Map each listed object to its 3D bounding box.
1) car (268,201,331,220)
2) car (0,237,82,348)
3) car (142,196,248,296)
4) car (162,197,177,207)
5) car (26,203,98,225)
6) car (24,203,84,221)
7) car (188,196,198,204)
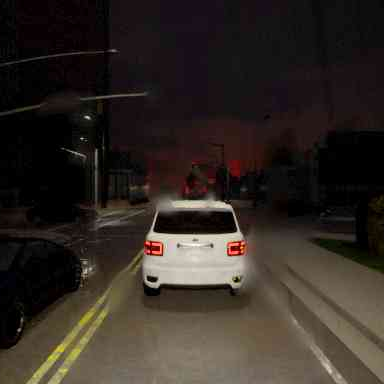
[{"bbox_3d":[8.912,1.474,27.672,5.008,1.535,1.882,0,0,0],"label":"car"},{"bbox_3d":[-3.574,1.564,6.124,1.994,1.385,4.181,0,0,0],"label":"car"},{"bbox_3d":[0.079,1.221,8.759,2.150,2.045,5.566,0,0,0],"label":"car"},{"bbox_3d":[-3.532,1.563,52.903,1.994,1.385,4.181,0,0,0],"label":"car"},{"bbox_3d":[-9.304,1.550,24.049,4.892,1.490,1.837,0,0,0],"label":"car"},{"bbox_3d":[-11.358,1.622,27.583,4.181,1.385,1.994,-1,0,-1],"label":"car"},{"bbox_3d":[0.169,1.524,63.097,1.812,1.442,4.674,0,0,0],"label":"car"}]
